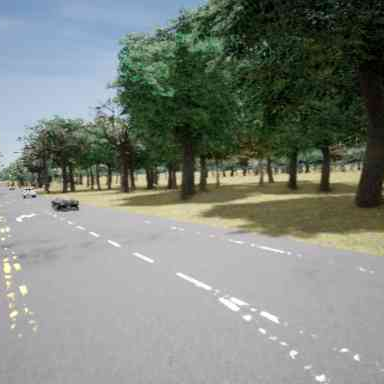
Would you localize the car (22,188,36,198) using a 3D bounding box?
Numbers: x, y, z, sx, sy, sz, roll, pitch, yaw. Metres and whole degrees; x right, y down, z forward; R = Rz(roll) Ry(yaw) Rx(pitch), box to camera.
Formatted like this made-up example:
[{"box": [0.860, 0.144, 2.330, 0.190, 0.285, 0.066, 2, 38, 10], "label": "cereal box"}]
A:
[{"box": [-33.966, 0.138, 69.203, 2.150, 2.045, 5.566, -5, 3, -30], "label": "car"}]

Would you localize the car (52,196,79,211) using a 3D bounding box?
[{"box": [-12.420, 1.042, 32.366, 1.895, 1.301, 4.718, -5, 3, -30], "label": "car"}]
